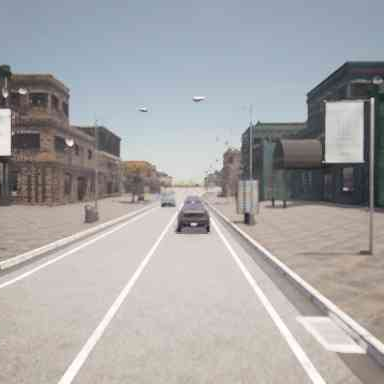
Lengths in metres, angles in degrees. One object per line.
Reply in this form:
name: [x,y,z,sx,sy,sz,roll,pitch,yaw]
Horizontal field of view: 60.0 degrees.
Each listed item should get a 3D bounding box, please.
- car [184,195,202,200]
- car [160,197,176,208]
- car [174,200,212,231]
car: [0.098,1.151,39.125,2.097,1.767,4.553,0,0,0]
car: [-3.083,1.307,44.227,2.033,1.411,5.357,0,0,0]
car: [0.099,1.445,19.982,1.837,1.490,4.892,0,0,0]
